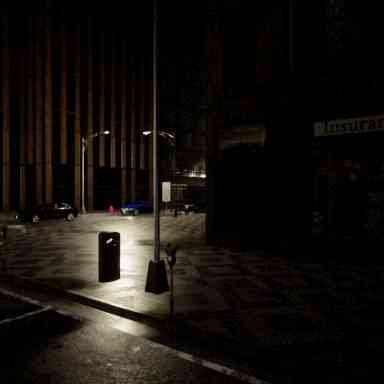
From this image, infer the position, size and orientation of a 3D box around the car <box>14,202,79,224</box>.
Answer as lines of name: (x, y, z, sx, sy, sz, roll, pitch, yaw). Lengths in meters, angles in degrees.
car: (-11.163, 1.567, 25.776, 1.837, 1.490, 4.892, 0, 0, 35)

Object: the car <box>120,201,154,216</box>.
car: (-5.230, 1.625, 34.169, 1.812, 1.442, 4.674, 0, 0, 36)

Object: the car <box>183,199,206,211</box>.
car: (0.785, 1.628, 42.648, 2.128, 1.511, 4.902, 0, 0, 35)
